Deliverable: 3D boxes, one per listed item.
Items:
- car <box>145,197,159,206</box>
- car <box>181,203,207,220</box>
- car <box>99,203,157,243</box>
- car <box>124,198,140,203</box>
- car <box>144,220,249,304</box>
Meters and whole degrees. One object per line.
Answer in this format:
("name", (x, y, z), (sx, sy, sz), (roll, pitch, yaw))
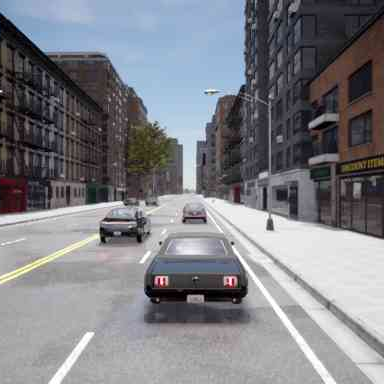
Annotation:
("car", (-6.409, 1.561, 53.451), (1.837, 1.490, 4.892), (0, -1, 1))
("car", (0.164, 1.560, 25.863), (2.033, 1.411, 5.357), (0, 0, -1))
("car", (-3.110, 1.497, 16.151), (2.128, 1.511, 4.902), (0, 0, -1))
("car", (-9.656, 1.619, 53.517), (1.994, 1.385, 4.181), (0, 0, 1))
("car", (0.111, 1.602, 8.101), (1.895, 1.301, 4.718), (0, 0, 1))
